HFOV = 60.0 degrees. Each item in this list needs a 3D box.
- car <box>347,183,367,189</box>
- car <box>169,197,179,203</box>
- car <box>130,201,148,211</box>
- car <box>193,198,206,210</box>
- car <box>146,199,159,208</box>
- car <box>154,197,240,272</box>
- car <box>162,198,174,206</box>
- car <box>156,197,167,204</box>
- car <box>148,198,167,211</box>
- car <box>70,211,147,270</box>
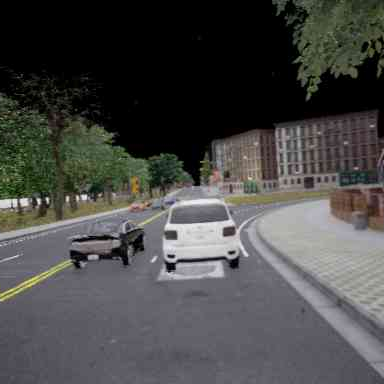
[{"bbox_3d":[27.722,-0.640,55.074,4.553,1.767,2.097,-5,2,-31],"label":"car"},{"bbox_3d":[-4.514,1.993,84.482,1.994,1.385,4.181,-4,0,1],"label":"car"},{"bbox_3d":[-8.578,2.181,53.393,2.097,1.767,4.553,-4,0,2],"label":"car"},{"bbox_3d":[1.108,1.703,48.367,1.812,1.442,4.674,-4,0,1],"label":"car"},{"bbox_3d":[-8.125,2.317,68.964,2.033,1.411,5.357,-4,0,1],"label":"car"},{"bbox_3d":[0.288,1.267,11.367,2.150,2.045,5.566,-4,0,1],"label":"car"},{"bbox_3d":[-4.888,2.040,68.835,1.882,1.535,5.008,-4,0,1],"label":"car"},{"bbox_3d":[-7.757,2.170,84.624,2.128,1.511,4.902,-4,0,1],"label":"car"},{"bbox_3d":[-5.334,2.117,53.080,1.837,1.490,4.892,-4,0,2],"label":"car"},{"bbox_3d":[-2.915,1.755,12.384,2.128,1.511,4.902,-4,0,1],"label":"car"}]
